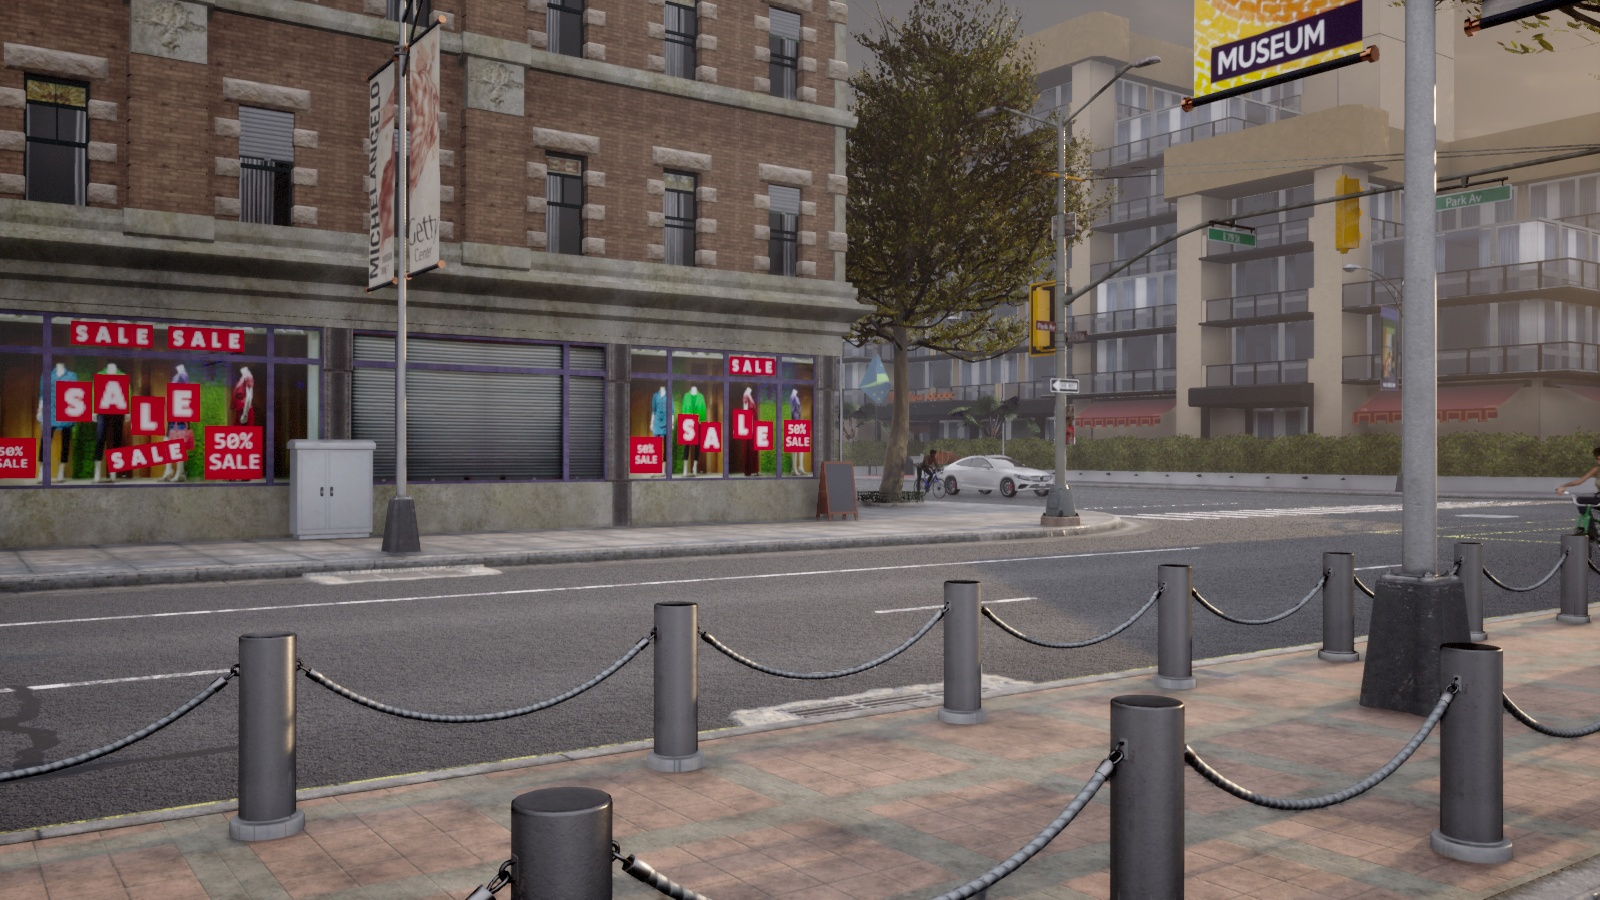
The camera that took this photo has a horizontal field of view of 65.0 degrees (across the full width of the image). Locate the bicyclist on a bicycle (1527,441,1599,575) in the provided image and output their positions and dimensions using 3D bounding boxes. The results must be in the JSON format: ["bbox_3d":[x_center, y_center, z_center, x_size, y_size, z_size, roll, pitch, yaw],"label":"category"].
[{"bbox_3d":[10.103,0.699,15.939,1.509,1.612,0.866,0,1,-30],"label":"bicyclist on a bicycle"}]

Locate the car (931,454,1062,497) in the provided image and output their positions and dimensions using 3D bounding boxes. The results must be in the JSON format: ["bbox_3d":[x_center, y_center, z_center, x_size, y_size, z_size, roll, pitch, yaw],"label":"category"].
[{"bbox_3d":[6.844,0.864,44.275,1.812,1.442,4.674,0,0,-35],"label":"car"}]

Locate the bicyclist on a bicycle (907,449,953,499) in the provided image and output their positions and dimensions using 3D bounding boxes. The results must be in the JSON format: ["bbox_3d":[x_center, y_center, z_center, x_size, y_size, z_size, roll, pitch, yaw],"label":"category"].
[{"bbox_3d":[4.320,0.791,41.780,0.582,1.620,1.656,0,0,-35],"label":"bicyclist on a bicycle"}]
